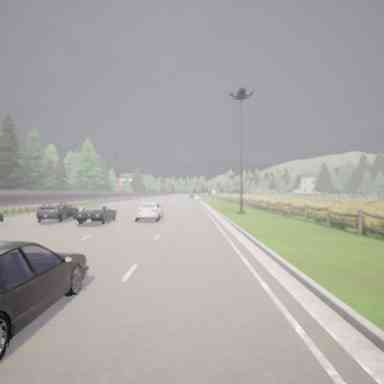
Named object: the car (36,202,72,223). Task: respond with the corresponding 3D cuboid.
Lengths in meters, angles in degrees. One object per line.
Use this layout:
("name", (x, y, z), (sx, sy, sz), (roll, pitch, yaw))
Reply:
("car", (-10.398, 1.522, 26.077), (2.128, 1.511, 4.902), (0, 0, 0))

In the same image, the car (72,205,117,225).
("car", (-6.898, 1.629, 24.508), (1.895, 1.301, 4.718), (0, 0, 0))

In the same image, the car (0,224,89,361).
("car", (-3.399, 1.555, 5.609), (2.033, 1.411, 5.357), (0, 0, 0))

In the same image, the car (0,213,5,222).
("car", (-13.898, 1.572, 20.636), (2.033, 1.411, 5.357), (0, 0, 0))

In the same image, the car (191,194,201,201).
("car", (1.230, 1.627, 87.874), (1.812, 1.442, 4.674), (0, 0, 0))

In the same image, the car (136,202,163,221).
("car", (-3.412, 1.557, 27.107), (1.812, 1.442, 4.674), (0, 0, 0))
